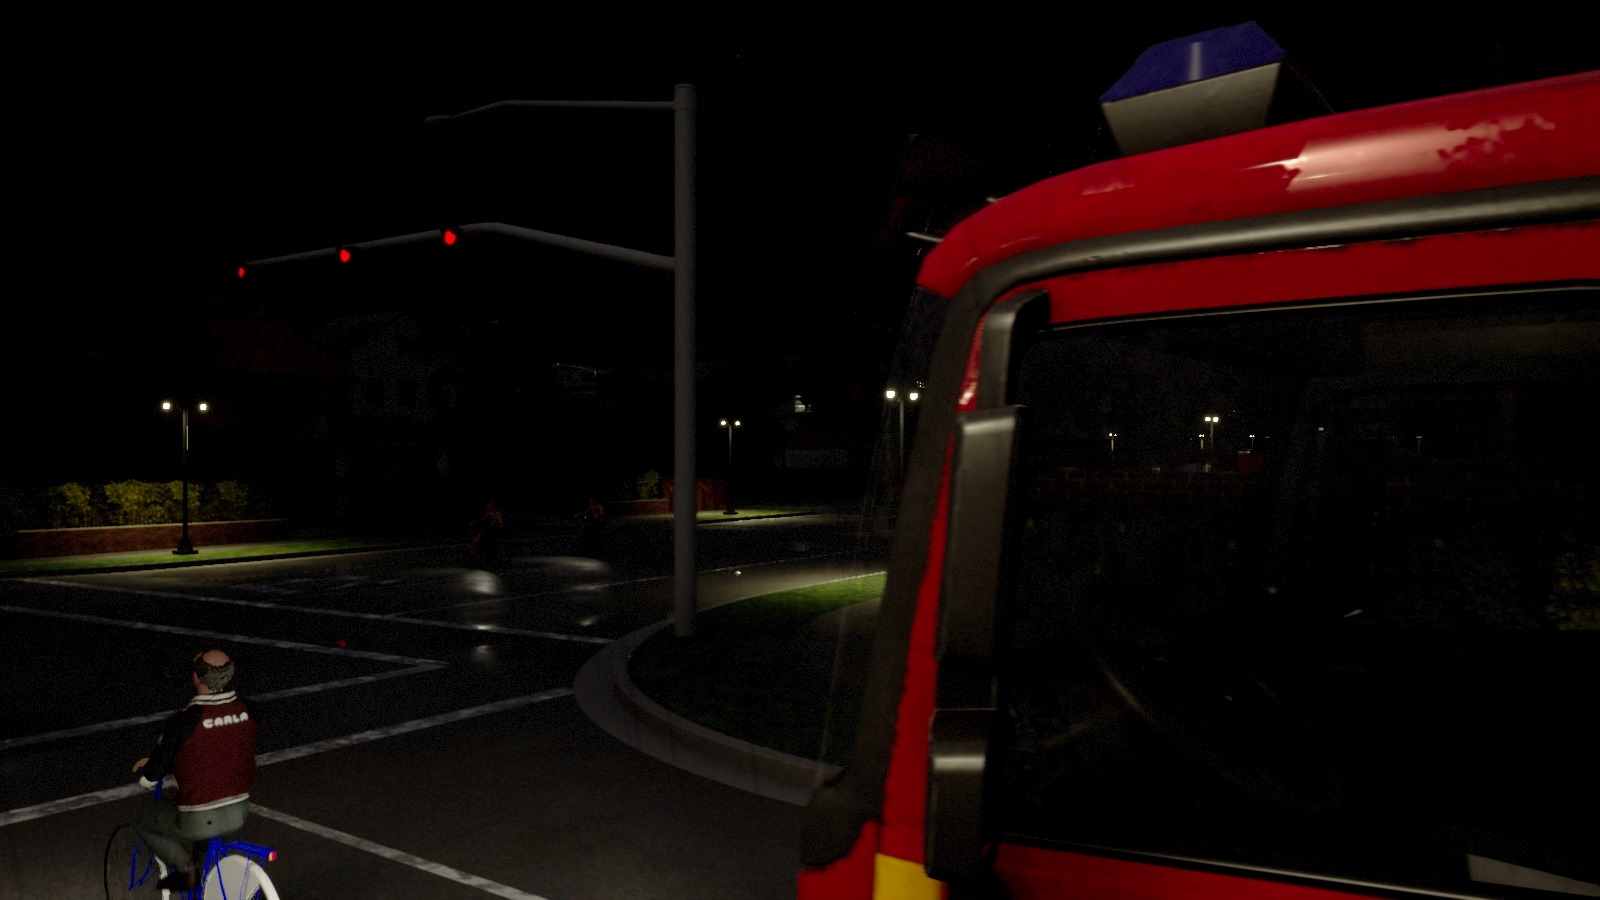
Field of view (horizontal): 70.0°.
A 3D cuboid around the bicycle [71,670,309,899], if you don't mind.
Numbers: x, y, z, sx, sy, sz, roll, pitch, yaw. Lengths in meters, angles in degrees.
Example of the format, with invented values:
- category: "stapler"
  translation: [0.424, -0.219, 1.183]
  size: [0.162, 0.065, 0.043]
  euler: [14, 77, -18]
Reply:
- category: "bicycle"
  translation: [-3.289, 2.048, 6.085]
  size: [1.835, 1.496, 0.329]
  euler: [0, 0, 35]

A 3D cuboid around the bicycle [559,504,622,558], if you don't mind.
- category: "bicycle"
  translation: [-5.585, 2.146, 30.527]
  size: [0.859, 1.301, 1.487]
  euler: [0, 0, 34]

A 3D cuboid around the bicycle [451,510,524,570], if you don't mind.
- category: "bicycle"
  translation: [-7.519, 2.146, 27.554]
  size: [0.859, 1.301, 1.487]
  euler: [0, 0, 35]
